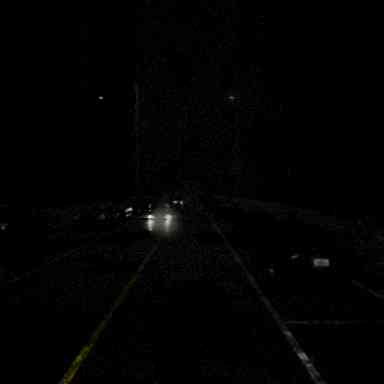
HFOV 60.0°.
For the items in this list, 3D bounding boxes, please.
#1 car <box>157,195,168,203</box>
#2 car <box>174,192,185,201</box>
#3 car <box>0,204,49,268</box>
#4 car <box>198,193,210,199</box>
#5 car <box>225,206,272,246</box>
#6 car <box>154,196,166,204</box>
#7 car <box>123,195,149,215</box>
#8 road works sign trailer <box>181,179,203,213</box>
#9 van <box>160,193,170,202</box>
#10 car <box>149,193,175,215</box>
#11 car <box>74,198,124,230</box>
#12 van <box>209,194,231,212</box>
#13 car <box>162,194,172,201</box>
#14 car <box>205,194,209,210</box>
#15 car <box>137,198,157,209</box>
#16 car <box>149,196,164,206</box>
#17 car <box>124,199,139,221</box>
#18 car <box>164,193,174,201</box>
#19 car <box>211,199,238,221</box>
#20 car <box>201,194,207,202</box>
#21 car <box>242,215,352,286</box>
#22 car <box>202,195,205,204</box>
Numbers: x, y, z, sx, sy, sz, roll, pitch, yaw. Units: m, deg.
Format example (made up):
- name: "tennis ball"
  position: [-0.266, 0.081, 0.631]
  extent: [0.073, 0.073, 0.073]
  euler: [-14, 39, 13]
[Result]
- name: "car"
  position: [-5.690, 1.376, 65.114]
  extent: [1.752, 1.417, 4.829]
  euler: [0, 0, 0]
- name: "car"
  position: [-2.917, 1.323, 74.902]
  extent: [2.033, 1.411, 5.357]
  euler: [0, 0, 0]
- name: "car"
  position: [-5.750, 1.290, 9.188]
  extent: [2.192, 1.841, 5.009]
  euler: [0, 0, 0]
- name: "car"
  position: [2.836, 1.166, 65.286]
  extent: [2.192, 1.841, 5.009]
  euler: [0, 0, 0]
- name: "car"
  position: [2.780, 1.526, 14.805]
  extent: [1.947, 1.339, 4.313]
  euler: [0, 0, 0]
- name: "car"
  position: [-5.696, 1.443, 59.675]
  extent: [1.802, 1.307, 4.206]
  euler: [0, 0, 0]
- name: "car"
  position: [-5.726, 1.234, 31.627]
  extent: [2.192, 1.841, 5.009]
  euler: [0, 0, 0]
- name: "road works sign trailer"
  position: [0.040, 0.373, 35.966]
  extent: [2.380, 3.560, 2.880]
  euler: [0, 0, 0]
- name: "van"
  position: [-5.683, 1.182, 70.893]
  extent: [1.690, 1.788, 3.998]
  euler: [0, 0, 0]
- name: "car"
  position: [-3.061, 1.268, 32.746]
  extent: [2.097, 1.767, 4.553]
  euler: [0, 0, 0]
- name: "car"
  position: [-5.738, 1.386, 20.408]
  extent: [1.967, 1.590, 4.097]
  euler: [0, 0, 0]
- name: "van"
  position: [2.799, 1.260, 31.632]
  extent: [1.690, 1.788, 3.998]
  euler: [0, 0, 0]
- name: "car"
  position: [-5.677, 1.272, 76.502]
  extent: [1.967, 1.590, 4.097]
  euler: [0, 0, 0]
- name: "car"
  position: [2.805, 1.346, 37.241]
  extent: [1.967, 1.590, 4.097]
  euler: [0, 0, 0]
- name: "car"
  position: [-5.714, 1.460, 42.846]
  extent: [1.947, 1.339, 4.313]
  euler: [0, 0, 0]
- name: "car"
  position: [-5.702, 1.422, 54.065]
  extent: [2.008, 1.369, 4.403]
  euler: [0, 0, 0]
- name: "car"
  position: [-5.732, 1.483, 26.018]
  extent: [2.008, 1.369, 4.403]
  euler: [0, 0, 0]
- name: "car"
  position: [-5.671, 1.137, 82.112]
  extent: [2.192, 1.841, 5.009]
  euler: [0, 0, 0]
- name: "car"
  position: [2.793, 1.478, 26.024]
  extent: [1.887, 1.381, 4.507]
  euler: [0, 0, 0]
- name: "car"
  position: [2.829, 1.443, 59.678]
  extent: [1.802, 1.307, 4.206]
  euler: [0, 0, 0]
- name: "car"
  position: [2.774, 1.541, 9.196]
  extent: [1.947, 1.339, 4.313]
  euler: [0, 0, 0]
- name: "car"
  position: [2.817, 1.448, 48.459]
  extent: [1.947, 1.339, 4.313]
  euler: [0, 0, 0]
